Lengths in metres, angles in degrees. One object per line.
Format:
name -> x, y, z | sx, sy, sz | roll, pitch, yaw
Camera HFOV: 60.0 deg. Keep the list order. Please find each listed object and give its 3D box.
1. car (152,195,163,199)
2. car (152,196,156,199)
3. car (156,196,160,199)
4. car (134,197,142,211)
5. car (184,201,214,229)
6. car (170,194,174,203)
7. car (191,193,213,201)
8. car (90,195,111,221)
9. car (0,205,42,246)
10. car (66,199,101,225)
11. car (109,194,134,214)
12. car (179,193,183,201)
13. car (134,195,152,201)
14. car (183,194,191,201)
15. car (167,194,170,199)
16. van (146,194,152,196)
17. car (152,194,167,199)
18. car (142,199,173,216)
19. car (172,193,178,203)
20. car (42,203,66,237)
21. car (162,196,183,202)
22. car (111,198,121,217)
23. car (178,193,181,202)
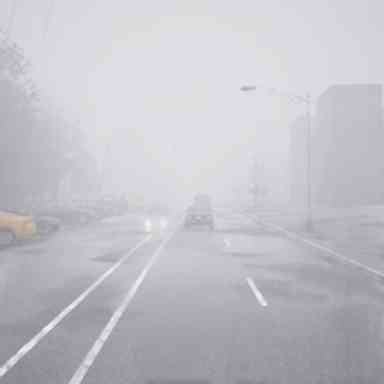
car -> -7.498, 1.655, 52.575 | 4.674, 1.452, 2.002 | -1, 0, -16
car -> -7.910, 1.629, 46.687 | 4.674, 1.452, 2.002 | -1, 0, -17
car -> -7.692, 1.642, 49.634 | 4.674, 1.452, 2.002 | 0, -1, -16
car -> -8.439, 1.592, 37.793 | 4.674, 1.452, 2.002 | -1, -1, -17
car -> 0.473, 1.563, 21.900 | 2.033, 1.411, 5.357 | 0, 0, 2
car -> -6.547, 1.690, 64.423 | 4.674, 1.452, 2.002 | -1, 0, -15
car -> 1.369, 1.294, 41.572 | 2.150, 2.045, 5.566 | 0, 0, 3
car -> -8.941, 1.389, 25.926 | 4.553, 1.767, 2.185 | -1, 0, -18
car -> -9.308, 1.492, 14.039 | 5.008, 1.535, 2.097 | -1, 0, -19
car -> -9.084, 1.509, 22.955 | 4.892, 1.521, 2.231 | -1, 0, -18
car -> -8.759, 1.281, 31.846 | 5.566, 2.045, 2.435 | -1, 0, -18
car -> -5.218, 1.654, 76.300 | 5.366, 1.575, 1.946 | -1, 0, -14
car -> -8.096, 1.558, 40.814 | 5.366, 1.575, 1.946 | -1, -1, -17
car -> -0.234, 1.640, 74.624 | 1.994, 1.385, 4.181 | 0, 0, 6
car -> -7.044, 1.635, 58.499 | 5.008, 1.535, 2.097 | -1, 0, -16
van -> -7.991, 1.348, 43.762 | 4.442, 1.987, 1.878 | -1, -1, -17
car -> -7.465, 1.625, 55.489 | 5.366, 1.575, 1.946 | -1, 0, -16
car -> -3.406, 1.647, 33.578 | 1.895, 1.301, 4.718 | 0, 0, 3
car -> -5.966, 1.532, 70.345 | 4.553, 1.767, 2.185 | -1, 0, -15
car -> -9.216, 1.526, 17.022 | 4.792, 1.488, 2.163 | -1, 0, -19
car -> -4.795, 1.683, 82.144 | 4.792, 1.488, 2.163 | -1, 0, -14
car -> -8.859, 1.563, 28.893 | 4.674, 1.452, 2.002 | -1, 0, -18
car -> -5.708, 1.660, 73.297 | 4.892, 1.521, 2.231 | -1, 0, -14
